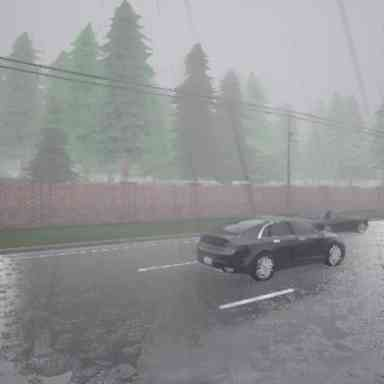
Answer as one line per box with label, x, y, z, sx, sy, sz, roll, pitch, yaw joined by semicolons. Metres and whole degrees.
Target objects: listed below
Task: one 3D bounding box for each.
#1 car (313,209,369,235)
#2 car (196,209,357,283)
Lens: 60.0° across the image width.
car;6.819;1.511;16.698;4.718;1.301;1.895;0;1;-34
car;2.409;1.443;9.541;4.892;1.490;1.837;0;1;-34
